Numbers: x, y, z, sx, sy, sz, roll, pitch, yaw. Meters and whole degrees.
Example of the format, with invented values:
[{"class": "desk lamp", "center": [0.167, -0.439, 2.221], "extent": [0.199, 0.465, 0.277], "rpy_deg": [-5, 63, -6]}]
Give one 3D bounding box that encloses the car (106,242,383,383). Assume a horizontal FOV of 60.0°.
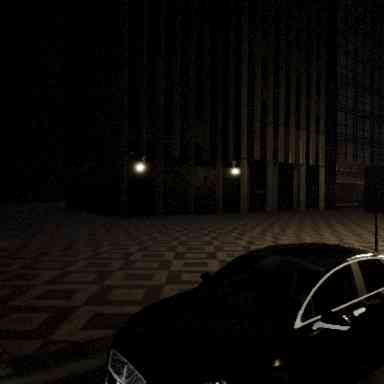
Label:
[{"class": "car", "center": [1.352, 1.506, 4.343], "extent": [4.892, 1.490, 1.837], "rpy_deg": [0, 0, -36]}]
